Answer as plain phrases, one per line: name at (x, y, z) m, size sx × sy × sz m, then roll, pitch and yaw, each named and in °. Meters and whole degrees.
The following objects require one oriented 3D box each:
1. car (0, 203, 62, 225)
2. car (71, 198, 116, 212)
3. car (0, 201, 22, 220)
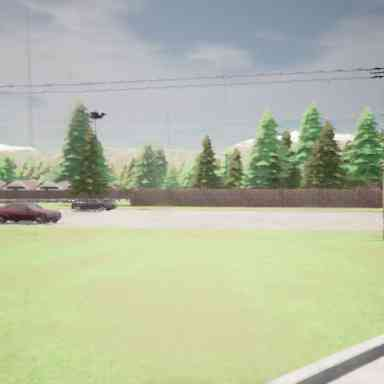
car at (-11.378, 1.464, 22.936) m, size 4.674 × 1.442 × 1.812 m, roll 0°, pitch 0°, yaw 6°
car at (-10.936, 1.425, 36.950) m, size 4.892 × 1.490 × 1.837 m, roll 0°, pitch 0°, yaw 6°
car at (-16.943, 1.467, 27.007) m, size 5.357 × 1.411 × 2.033 m, roll 0°, pitch 0°, yaw 6°
